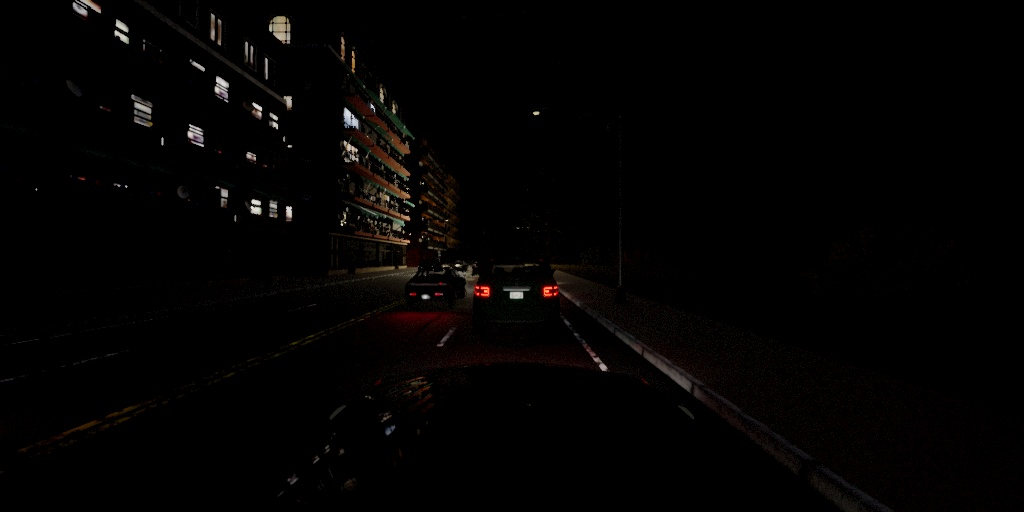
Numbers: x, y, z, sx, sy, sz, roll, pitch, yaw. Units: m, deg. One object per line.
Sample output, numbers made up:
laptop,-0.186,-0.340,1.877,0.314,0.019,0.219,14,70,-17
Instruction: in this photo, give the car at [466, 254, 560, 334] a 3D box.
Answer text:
car,0.119,0.972,10.714,2.150,2.045,5.566,0,0,0

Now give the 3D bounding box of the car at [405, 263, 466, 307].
car,-3.114,1.243,15.371,2.128,1.511,4.902,0,0,0

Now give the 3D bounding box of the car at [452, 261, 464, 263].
car,-6.486,1.297,43.428,2.033,1.411,5.357,0,0,0

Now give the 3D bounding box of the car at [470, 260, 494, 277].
car,-3.051,1.243,37.280,2.128,1.511,4.902,0,0,0

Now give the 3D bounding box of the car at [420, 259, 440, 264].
car,-9.737,1.101,42.578,2.097,1.767,4.553,0,0,0
